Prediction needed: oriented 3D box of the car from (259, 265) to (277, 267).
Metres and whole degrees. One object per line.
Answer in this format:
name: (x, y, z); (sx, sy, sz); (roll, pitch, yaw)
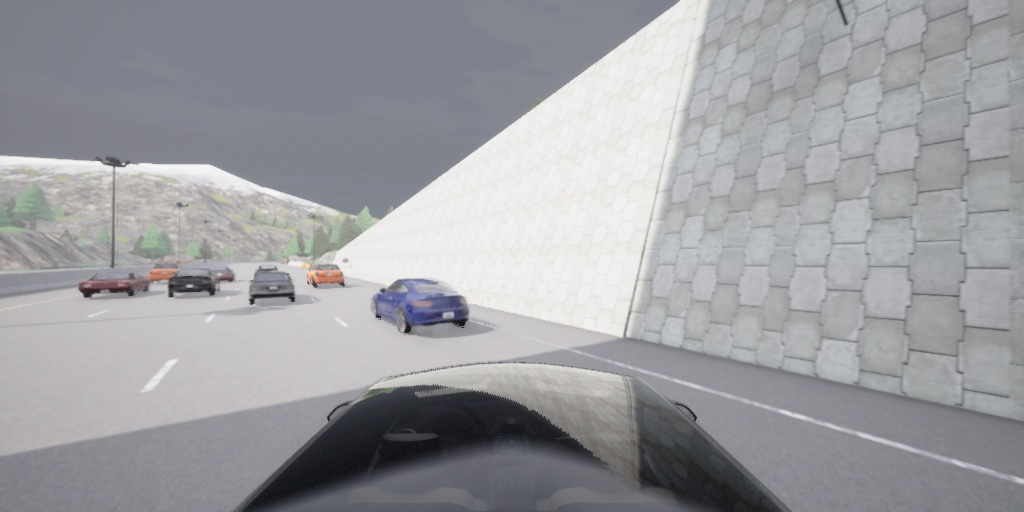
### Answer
car: (-22.361, 1.564, 32.881); (2.128, 1.511, 4.902); (0, -1, -35)

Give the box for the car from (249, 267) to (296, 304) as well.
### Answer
car: (-11.837, 1.464, 17.750); (2.033, 1.411, 5.357); (0, -1, -34)

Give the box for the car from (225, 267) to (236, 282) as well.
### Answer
car: (-26.365, 1.632, 32.509); (1.994, 1.385, 4.181); (0, -1, -35)

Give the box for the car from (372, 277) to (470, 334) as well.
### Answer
car: (-2.933, 1.374, 11.081); (1.812, 1.442, 4.674); (0, -1, -35)

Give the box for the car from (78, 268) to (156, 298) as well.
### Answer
car: (-22.004, 1.539, 20.109); (1.895, 1.301, 4.718); (0, -1, -35)

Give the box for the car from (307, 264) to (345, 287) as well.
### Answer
car: (-14.240, 1.368, 27.337); (2.097, 1.767, 4.553); (0, -1, -35)

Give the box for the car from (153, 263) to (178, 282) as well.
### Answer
car: (-29.571, 1.403, 30.989); (2.097, 1.767, 4.553); (0, -1, -35)

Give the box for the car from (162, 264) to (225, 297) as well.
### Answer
car: (-18.037, 1.422, 20.536); (1.882, 1.535, 5.008); (0, -1, -35)
